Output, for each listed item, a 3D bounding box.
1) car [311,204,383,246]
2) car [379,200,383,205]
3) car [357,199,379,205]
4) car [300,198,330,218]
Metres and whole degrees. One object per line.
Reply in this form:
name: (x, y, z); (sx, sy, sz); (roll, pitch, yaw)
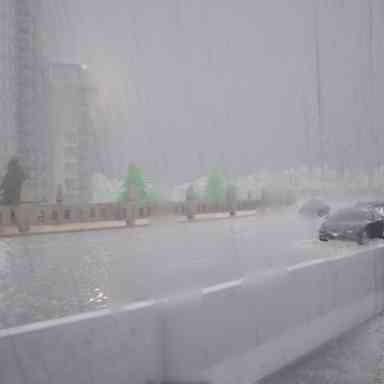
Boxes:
car: (7.658, 1.535, 15.645); (1.837, 1.490, 4.892); (0, 0, 44)
car: (29.455, 1.810, 51.413); (1.895, 1.301, 4.718); (0, -1, 19)
car: (18.491, 1.668, 35.536); (2.033, 1.411, 5.357); (0, -1, 30)
car: (11.749, 1.589, 31.512); (1.882, 1.535, 5.008); (0, 0, 34)
